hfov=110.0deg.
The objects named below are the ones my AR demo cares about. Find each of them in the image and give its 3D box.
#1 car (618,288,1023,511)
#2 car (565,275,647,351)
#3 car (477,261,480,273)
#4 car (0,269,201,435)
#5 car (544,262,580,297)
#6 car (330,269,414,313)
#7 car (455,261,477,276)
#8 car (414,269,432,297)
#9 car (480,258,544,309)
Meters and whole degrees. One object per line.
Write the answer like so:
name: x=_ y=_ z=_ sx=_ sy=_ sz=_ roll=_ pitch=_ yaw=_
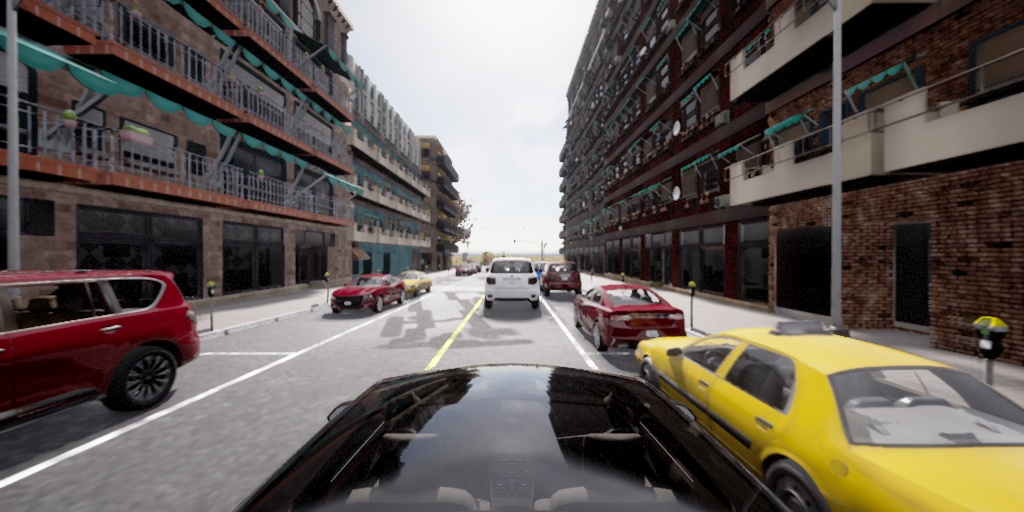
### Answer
car: x=2.688 y=1.292 z=3.585 sx=1.751 sy=1.417 sz=4.829 roll=0 pitch=0 yaw=0
car: x=2.685 y=1.367 z=9.079 sx=1.888 sy=1.381 sz=4.507 roll=0 pitch=0 yaw=0
car: x=-5.718 y=1.739 z=48.680 sx=2.007 sy=1.370 sz=4.403 roll=0 pitch=0 yaw=0
car: x=-5.692 y=1.081 z=3.356 sx=2.192 sy=1.841 sz=5.009 roll=0 pitch=0 yaw=0
car: x=2.679 y=1.245 z=20.409 sx=2.192 sy=1.841 sz=5.009 roll=0 pitch=0 yaw=0
car: x=-5.699 y=1.421 z=14.687 sx=1.888 sy=1.381 sz=4.507 roll=0 pitch=0 yaw=0
car: x=-5.715 y=1.684 z=43.015 sx=1.888 sy=1.381 sz=4.507 roll=0 pitch=0 yaw=0
car: x=-5.702 y=1.455 z=20.183 sx=1.751 sy=1.417 sz=4.829 roll=0 pitch=0 yaw=0
car: x=-0.007 y=1.103 z=15.835 sx=2.150 sy=2.045 sz=5.566 roll=0 pitch=0 yaw=0
